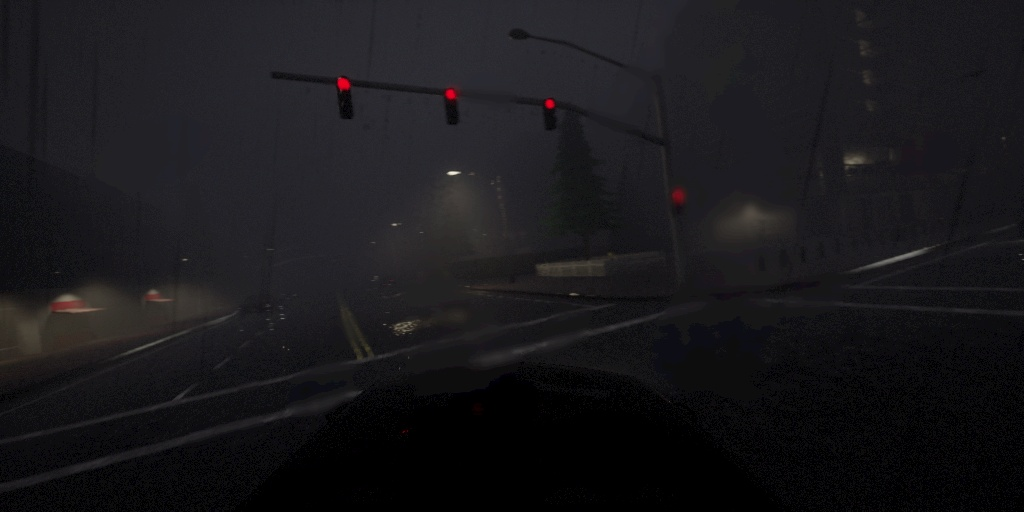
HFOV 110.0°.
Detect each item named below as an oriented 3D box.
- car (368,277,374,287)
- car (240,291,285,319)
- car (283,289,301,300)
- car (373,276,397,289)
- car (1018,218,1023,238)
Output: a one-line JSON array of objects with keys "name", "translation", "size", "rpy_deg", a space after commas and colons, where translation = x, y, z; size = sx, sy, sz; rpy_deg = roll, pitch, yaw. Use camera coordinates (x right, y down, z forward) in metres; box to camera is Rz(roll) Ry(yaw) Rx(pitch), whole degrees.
[{"name": "car", "translation": [-20.934, 3.881, 55.009], "size": [2.128, 1.511, 4.902], "rpy_deg": [-7, 0, -26]}, {"name": "car", "translation": [-18.355, 3.534, 26.244], "size": [1.882, 1.535, 5.008], "rpy_deg": [-7, 0, -27]}, {"name": "car", "translation": [-26.463, 4.648, 42.697], "size": [1.812, 1.442, 4.674], "rpy_deg": [-7, 0, -27]}, {"name": "car", "translation": [-15.399, 3.196, 44.015], "size": [1.837, 1.490, 4.892], "rpy_deg": [-7, 0, -26]}, {"name": "car", "translation": [23.398, -1.627, 15.139], "size": [4.181, 1.385, 1.994], "rpy_deg": [-7, 0, -27]}]
